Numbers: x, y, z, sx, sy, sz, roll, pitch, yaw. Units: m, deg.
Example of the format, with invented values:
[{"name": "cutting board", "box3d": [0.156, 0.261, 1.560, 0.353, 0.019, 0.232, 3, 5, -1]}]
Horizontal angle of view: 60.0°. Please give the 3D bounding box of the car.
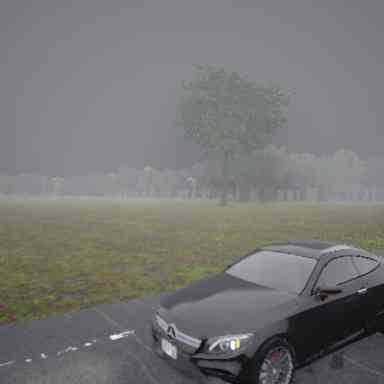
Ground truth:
[{"name": "car", "box3d": [1.634, 1.536, 5.153, 4.674, 1.442, 1.812, 0, 0, -35]}]
